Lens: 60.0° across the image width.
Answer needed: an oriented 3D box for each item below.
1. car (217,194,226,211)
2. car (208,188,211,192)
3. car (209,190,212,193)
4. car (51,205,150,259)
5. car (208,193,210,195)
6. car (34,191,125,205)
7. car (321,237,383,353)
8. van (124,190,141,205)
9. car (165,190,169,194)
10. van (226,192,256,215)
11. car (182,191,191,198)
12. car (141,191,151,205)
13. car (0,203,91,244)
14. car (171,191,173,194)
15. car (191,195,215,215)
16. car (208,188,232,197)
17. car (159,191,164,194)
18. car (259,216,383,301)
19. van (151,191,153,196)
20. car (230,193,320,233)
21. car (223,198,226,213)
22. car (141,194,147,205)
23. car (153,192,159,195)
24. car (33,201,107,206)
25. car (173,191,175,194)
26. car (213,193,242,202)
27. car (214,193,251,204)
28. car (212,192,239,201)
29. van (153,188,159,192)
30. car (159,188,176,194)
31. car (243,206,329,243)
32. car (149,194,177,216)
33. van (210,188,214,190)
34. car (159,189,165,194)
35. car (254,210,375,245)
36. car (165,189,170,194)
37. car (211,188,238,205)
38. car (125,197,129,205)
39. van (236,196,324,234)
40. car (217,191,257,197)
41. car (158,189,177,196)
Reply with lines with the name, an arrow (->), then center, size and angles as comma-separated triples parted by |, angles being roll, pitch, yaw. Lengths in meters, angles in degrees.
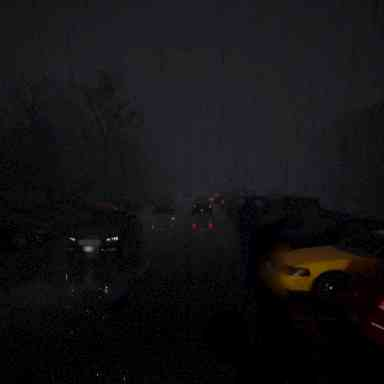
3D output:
car -> 5.296, 1.295, 32.756 | 5.008, 1.535, 2.097 | 0, 1, 2
car -> 6.386, 0.497, 72.292 | 5.008, 1.535, 2.097 | 0, 1, 2
car -> 5.650, 0.894, 52.530 | 5.366, 1.575, 1.946 | 0, 1, 2
car -> -3.035, 1.446, 12.434 | 2.128, 1.511, 4.902 | 0, 0, 2
car -> 1.382, 1.100, 47.665 | 1.895, 1.301, 4.718 | 0, 1, 1
car -> -7.567, 1.139, 21.609 | 5.566, 2.045, 2.435 | 0, 0, 2
car -> 4.511, 1.528, 4.489 | 4.674, 1.452, 2.002 | 0, 0, 2
van -> -7.237, 1.071, 30.215 | 4.442, 1.987, 1.878 | 0, 1, 2
car -> -6.728, 0.845, 52.675 | 5.008, 1.535, 2.097 | 0, 1, 2
van -> 4.938, 1.210, 24.144 | 4.442, 1.987, 1.878 | 0, 0, 2
car -> -1.273, 0.476, 72.794 | 1.812, 1.442, 4.674 | 0, 1, 2
car -> -7.170, 1.060, 35.740 | 4.553, 1.767, 2.185 | 0, 1, 2
car -> -7.723, 1.434, 15.965 | 4.792, 1.488, 2.163 | 0, 0, 2
car -> -6.491, 0.672, 61.265 | 5.008, 1.535, 2.097 | 0, 1, 2
car -> 0.931, 1.357, 31.146 | 1.812, 1.442, 4.674 | 0, 1, 2
car -> 6.566, 0.126, 77.935 | 5.566, 2.045, 2.435 | 0, 1, 2
car -> -6.894, 0.958, 47.031 | 5.008, 1.535, 2.097 | 0, 1, 2
car -> 4.406, 1.477, 7.319 | 5.366, 1.575, 1.946 | 0, 0, 2
van -> -7.237, 0.900, 38.687 | 4.442, 1.987, 1.878 | 0, 1, 2
car -> 4.853, 1.209, 15.787 | 5.566, 2.045, 2.435 | 0, 0, 2
car -> 5.132, 1.444, 27.100 | 4.674, 1.452, 2.002 | 0, 1, 2
car -> -7.309, 1.269, 33.049 | 4.792, 1.488, 2.163 | 0, 1, 2
car -> -7.048, 1.071, 41.512 | 4.892, 1.521, 2.231 | 0, 1, 2
car -> -7.645, 1.427, 18.787 | 4.792, 1.488, 2.163 | 0, 0, 2
car -> -6.413, 0.616, 64.087 | 5.008, 1.535, 2.097 | 0, 1, 2
car -> 5.916, 0.881, 55.349 | 4.674, 1.452, 2.002 | 0, 1, 2
car -> 5.943, 0.952, 49.695 | 5.366, 1.575, 1.946 | 0, 1, 2
car -> 6.099, 0.757, 60.996 | 4.792, 1.488, 2.163 | 0, 1, 2
van -> -7.078, 0.786, 44.334 | 4.442, 1.987, 1.878 | 0, 1, 2
car -> -6.337, 0.560, 66.910 | 4.892, 1.521, 2.231 | 0, 1, 2
car -> 4.741, 1.467, 12.963 | 5.008, 1.535, 2.097 | 0, 0, 2
car -> -2.475, 1.299, 30.932 | 1.882, 1.535, 5.008 | 0, 1, 2
van -> 5.876, 0.558, 58.171 | 4.442, 1.987, 1.878 | 0, 1, 2
car -> -6.841, 0.776, 49.851 | 4.553, 1.767, 2.185 | 0, 1, 2
car -> 4.674, 1.474, 10.139 | 5.008, 1.535, 2.097 | 0, 0, 2
car -> -6.660, 0.788, 55.497 | 5.008, 1.535, 2.097 | 0, 1, 2
car -> 5.497, 0.873, 41.224 | 5.566, 2.045, 2.435 | 0, 1, 2
car -> -7.512, 1.380, 24.444 | 5.008, 1.535, 2.097 | 0, 0, 2
van -> 4.786, 1.227, 18.615 | 4.442, 1.987, 1.878 | 0, 0, 2
car -> 5.338, 1.113, 35.578 | 4.553, 1.767, 2.185 | 0, 1, 2
car -> -5.893, 0.128, 81.024 | 4.553, 1.767, 2.185 | 0, 1, 2
